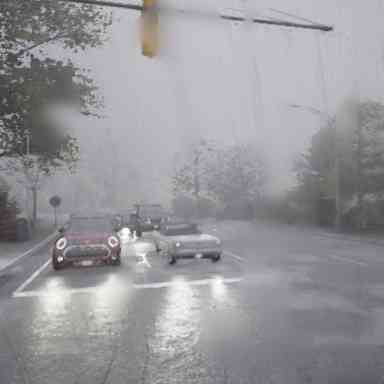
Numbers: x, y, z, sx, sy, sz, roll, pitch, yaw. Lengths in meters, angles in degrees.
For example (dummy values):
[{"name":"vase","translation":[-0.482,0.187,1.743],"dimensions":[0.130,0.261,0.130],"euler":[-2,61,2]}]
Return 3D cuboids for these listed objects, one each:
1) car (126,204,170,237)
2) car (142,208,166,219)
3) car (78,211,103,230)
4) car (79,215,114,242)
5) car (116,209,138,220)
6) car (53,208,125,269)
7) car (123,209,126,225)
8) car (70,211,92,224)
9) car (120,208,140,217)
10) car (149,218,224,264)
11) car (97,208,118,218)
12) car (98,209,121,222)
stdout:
[{"name":"car","translation":[-2.964,1.840,22.763],"dimensions":[2.150,2.045,5.566],"euler":[0,-2,-17]},{"name":"car","translation":[-5.540,3.045,47.751],"dimensions":[1.837,1.490,4.892],"euler":[0,-2,-27]},{"name":"car","translation":[-9.237,2.484,30.083],"dimensions":[1.837,1.490,4.892],"euler":[0,-2,-21]},{"name":"car","translation":[-6.123,2.211,21.137],"dimensions":[1.895,1.301,4.718],"euler":[0,-2,-17]},{"name":"car","translation":[-9.261,3.160,47.317],"dimensions":[1.994,1.385,4.181],"euler":[0,-2,-27]},{"name":"car","translation":[-3.769,1.674,12.468],"dimensions":[2.097,1.767,4.553],"euler":[0,-2,-14]},{"name":"car","translation":[-6.306,2.497,32.198],"dimensions":[2.128,1.511,4.902],"euler":[0,-2,-22]},{"name":"car","translation":[-13.271,2.999,39.567],"dimensions":[1.895,1.301,4.718],"euler":[0,-2,-25]},{"name":"car","translation":[-10.538,3.500,56.537],"dimensions":[1.994,1.385,4.181],"euler":[0,-2,-32]},{"name":"car","translation":[-0.321,1.905,13.344],"dimensions":[1.895,1.301,4.718],"euler":[0,-2,-15]},{"name":"car","translation":[-14.277,3.469,55.938],"dimensions":[1.882,1.535,5.008],"euler":[0,-2,-32]},{"name":"car","translation":[-10.422,2.927,41.728],"dimensions":[1.837,1.490,4.892],"euler":[0,-2,-26]}]
